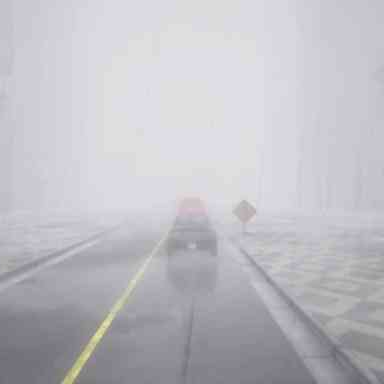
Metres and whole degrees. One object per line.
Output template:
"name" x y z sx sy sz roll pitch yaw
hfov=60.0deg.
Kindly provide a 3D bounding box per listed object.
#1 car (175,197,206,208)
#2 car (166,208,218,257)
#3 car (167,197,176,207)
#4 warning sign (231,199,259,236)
"car" 0.010 1.505 27.575 2.150 2.045 5.566 0 0 0
"car" 0.021 1.629 13.520 2.128 1.511 4.902 0 0 0
"car" -3.016 1.911 64.549 2.150 2.045 5.566 0 -1 1
"warning sign" 2.712 1.288 17.159 1.300 1.860 1.060 0 -1 0
